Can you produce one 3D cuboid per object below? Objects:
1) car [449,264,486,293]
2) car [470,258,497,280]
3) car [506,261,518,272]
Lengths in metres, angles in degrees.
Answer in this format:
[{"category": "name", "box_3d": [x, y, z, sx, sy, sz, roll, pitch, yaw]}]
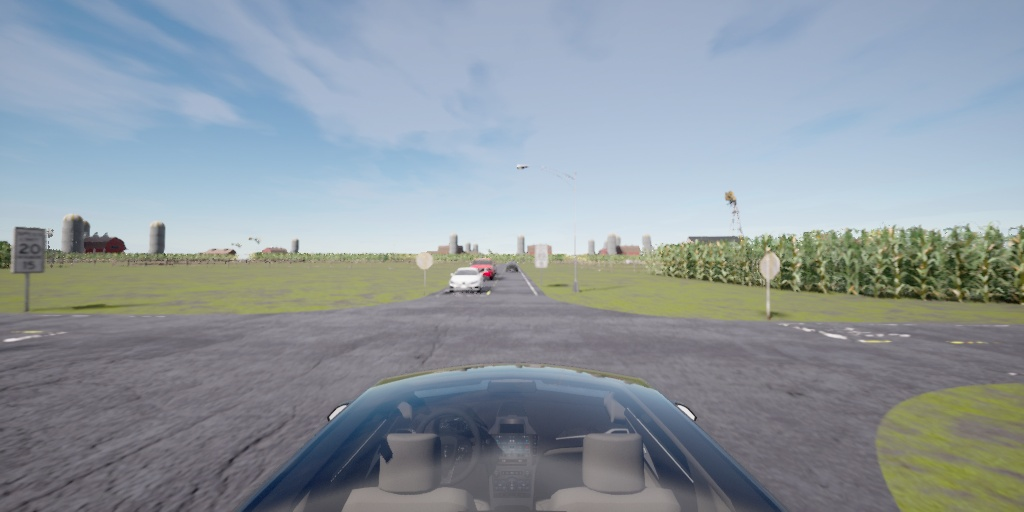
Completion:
[{"category": "car", "box_3d": [-2.781, 1.456, 22.349, 1.812, 1.442, 4.674, 0, 0, -2]}, {"category": "car", "box_3d": [-2.841, 1.249, 35.009, 2.150, 2.045, 5.566, 0, 0, 0]}, {"category": "car", "box_3d": [0.002, 1.666, 53.880, 1.837, 1.490, 4.892, 0, 0, 0]}]
